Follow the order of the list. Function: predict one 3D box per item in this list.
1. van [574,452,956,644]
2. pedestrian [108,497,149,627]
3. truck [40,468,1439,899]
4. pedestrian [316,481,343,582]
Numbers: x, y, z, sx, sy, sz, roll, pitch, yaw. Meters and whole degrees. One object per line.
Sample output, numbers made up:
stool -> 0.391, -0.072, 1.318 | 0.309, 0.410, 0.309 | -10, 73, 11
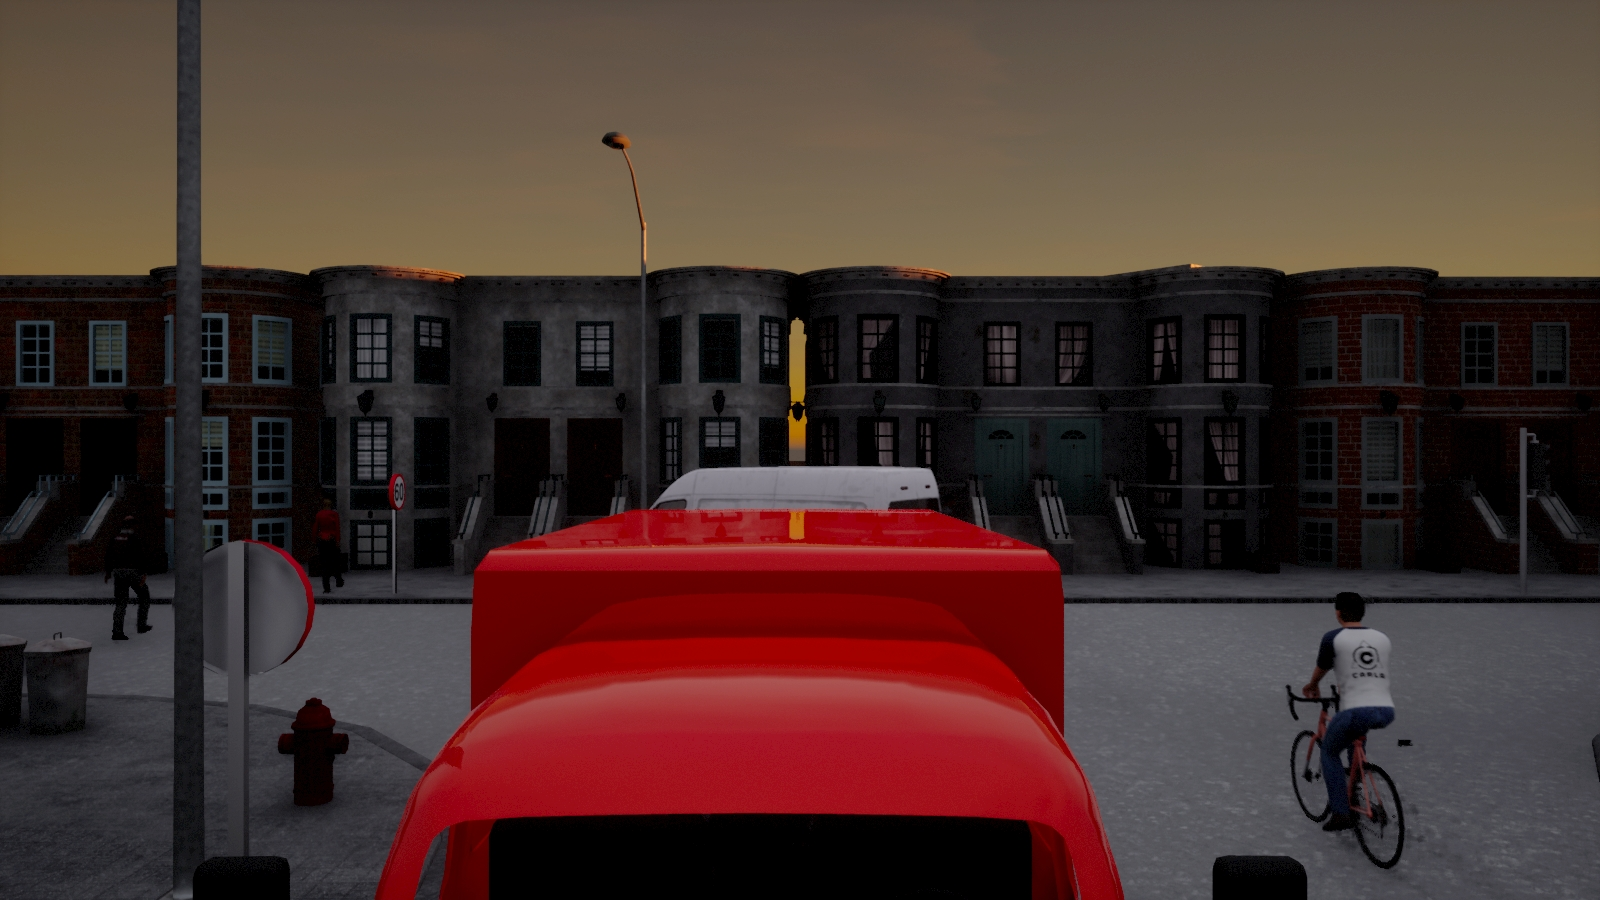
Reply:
van -> -0.681, 1.314, 17.825 | 5.915, 2.561, 1.988 | 0, 0, 34
pedestrian -> -9.813, 1.629, 16.703 | 0.375, 1.860, 0.375 | 0, 0, 4
truck -> -0.117, 1.348, 4.748 | 2.627, 2.467, 5.204 | 0, 0, 0
pedestrian -> -8.844, 1.525, 21.468 | 0.375, 1.860, 0.375 | 0, 0, -6
